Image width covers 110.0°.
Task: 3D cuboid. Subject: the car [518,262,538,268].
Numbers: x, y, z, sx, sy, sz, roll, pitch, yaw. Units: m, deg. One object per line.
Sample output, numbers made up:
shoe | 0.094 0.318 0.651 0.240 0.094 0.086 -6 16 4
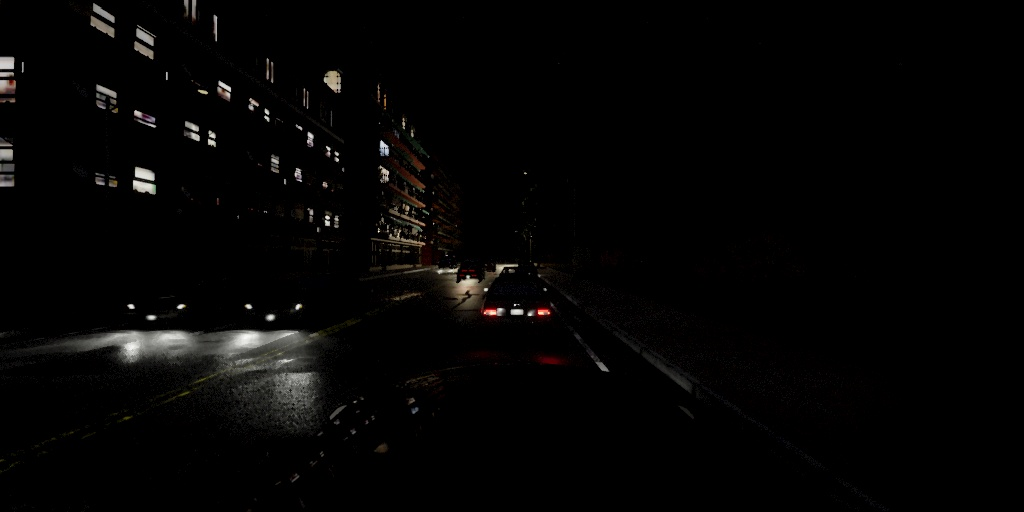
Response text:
car | 1.154 1.259 30.634 1.837 1.490 4.892 0 0 0

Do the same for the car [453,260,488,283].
car | -3.135 1.256 28.024 1.837 1.490 4.892 0 -1 0

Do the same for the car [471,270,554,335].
car | 0.107 1.299 10.505 2.033 1.411 5.357 0 0 0

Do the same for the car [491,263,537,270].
car | 0.110 1.301 20.867 2.033 1.411 5.357 0 0 0

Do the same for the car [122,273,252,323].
car | -9.842 1.300 12.445 2.033 1.411 5.357 0 0 0

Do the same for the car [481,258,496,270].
car | -3.125 1.106 45.446 2.097 1.767 4.553 0 0 0

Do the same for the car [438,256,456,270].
car | -9.810 0.973 54.702 2.150 2.045 5.566 0 0 0

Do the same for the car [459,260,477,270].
car | -6.564 1.300 54.175 2.033 1.411 5.357 0 0 0

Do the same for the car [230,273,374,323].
car | -6.596 1.300 12.448 2.033 1.411 5.357 0 0 0
